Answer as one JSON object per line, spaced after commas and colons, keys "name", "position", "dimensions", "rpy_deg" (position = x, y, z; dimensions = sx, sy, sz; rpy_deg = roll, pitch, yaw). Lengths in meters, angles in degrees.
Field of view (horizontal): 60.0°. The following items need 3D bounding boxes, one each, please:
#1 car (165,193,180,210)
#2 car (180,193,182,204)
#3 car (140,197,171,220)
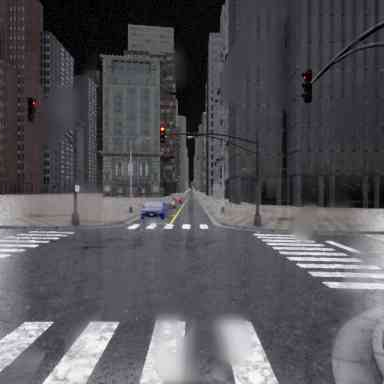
{"name": "car", "position": [-3.091, 1.348, 43.467], "dimensions": [2.097, 1.767, 4.553], "rpy_deg": [0, 0, 0]}
{"name": "car", "position": [-2.996, 1.207, 63.592], "dimensions": [2.150, 2.045, 5.566], "rpy_deg": [0, 0, 0]}
{"name": "car", "position": [-3.097, 1.476, 27.855], "dimensions": [1.882, 1.535, 5.008], "rpy_deg": [0, 0, 0]}
